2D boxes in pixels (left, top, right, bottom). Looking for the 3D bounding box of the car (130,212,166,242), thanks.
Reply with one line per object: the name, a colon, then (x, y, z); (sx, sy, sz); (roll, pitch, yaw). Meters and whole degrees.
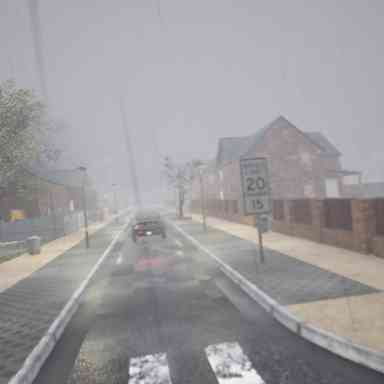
car: (-2.574, 1.935, 19.648); (1.837, 1.490, 4.892); (-5, -1, -8)
